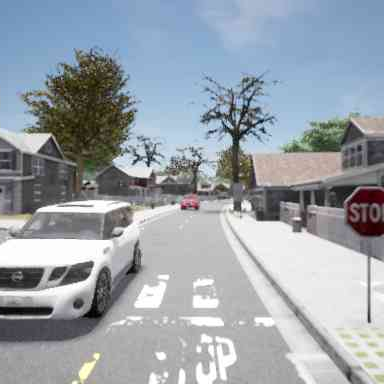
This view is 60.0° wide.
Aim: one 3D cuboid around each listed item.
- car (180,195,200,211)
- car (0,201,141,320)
[{"bbox_3d":[-0.223,1.386,44.507,2.150,2.045,5.566,0,0,6],"label":"car"},{"bbox_3d":[-2.618,1.279,7.767,2.150,2.045,5.566,0,0,1],"label":"car"}]
